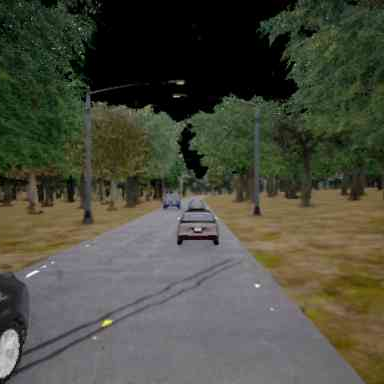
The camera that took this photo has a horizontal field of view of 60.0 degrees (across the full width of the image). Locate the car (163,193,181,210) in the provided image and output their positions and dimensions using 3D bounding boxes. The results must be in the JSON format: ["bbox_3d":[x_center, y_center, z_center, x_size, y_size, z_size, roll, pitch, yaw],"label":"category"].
[{"bbox_3d":[-2.597,1.224,44.178,2.150,2.045,5.566,0,0,1],"label":"car"}]

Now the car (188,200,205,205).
[{"bbox_3d":[0.518,1.562,37.930,1.994,1.385,4.181,0,0,1],"label":"car"}]

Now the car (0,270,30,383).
[{"bbox_3d":[-3.083,1.505,2.521,1.837,1.490,4.892,0,0,1],"label":"car"}]

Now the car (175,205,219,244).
[{"bbox_3d":[0.267,1.540,15.791,2.033,1.411,5.357,0,0,1],"label":"car"}]
